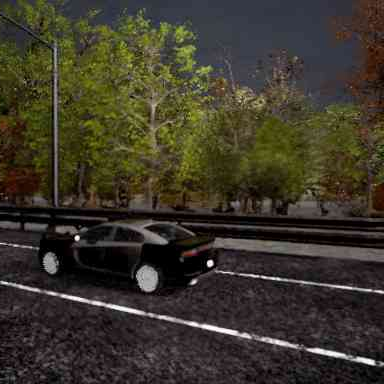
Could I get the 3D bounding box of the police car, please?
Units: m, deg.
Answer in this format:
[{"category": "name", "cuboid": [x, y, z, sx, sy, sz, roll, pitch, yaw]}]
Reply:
[{"category": "police car", "cuboid": [-1.859, 1.381, 8.626, 5.238, 1.638, 1.930, 0, 0, 28]}]
